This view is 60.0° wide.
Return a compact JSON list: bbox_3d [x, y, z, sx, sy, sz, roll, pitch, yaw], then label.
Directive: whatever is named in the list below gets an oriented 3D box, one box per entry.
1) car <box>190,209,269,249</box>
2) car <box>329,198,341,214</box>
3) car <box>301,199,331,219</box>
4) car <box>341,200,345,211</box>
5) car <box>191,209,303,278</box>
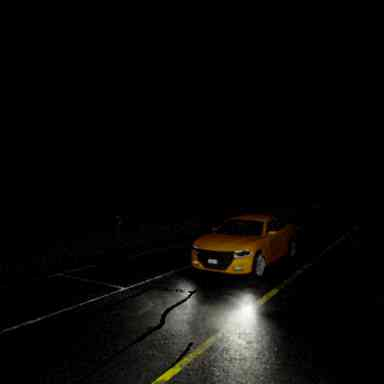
[{"bbox_3d":[1.897,1.566,15.411,1.947,1.339,4.313,0,0,32],"label":"car"},{"bbox_3d":[13.638,1.567,34.135,1.947,1.339,4.313,0,0,32],"label":"car"},{"bbox_3d":[10.702,1.583,29.454,1.802,1.307,4.206,0,0,32],"label":"car"},{"bbox_3d":[16.573,1.442,38.816,1.967,1.590,4.097,0,0,32],"label":"car"},{"bbox_3d":[1.842,1.478,10.492,1.882,1.535,5.008,0,0,32],"label":"car"}]
